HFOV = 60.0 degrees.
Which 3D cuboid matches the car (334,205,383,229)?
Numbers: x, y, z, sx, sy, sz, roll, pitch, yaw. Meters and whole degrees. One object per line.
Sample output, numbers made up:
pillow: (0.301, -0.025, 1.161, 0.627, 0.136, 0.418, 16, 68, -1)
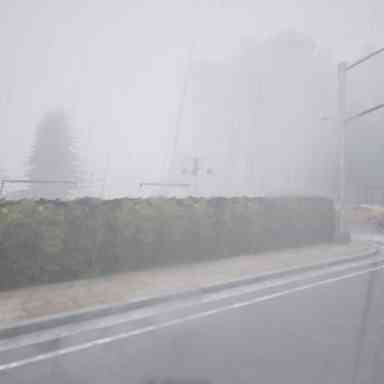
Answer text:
car: (11.427, 1.603, 22.871, 1.882, 1.535, 5.008, 1, 0, -37)
